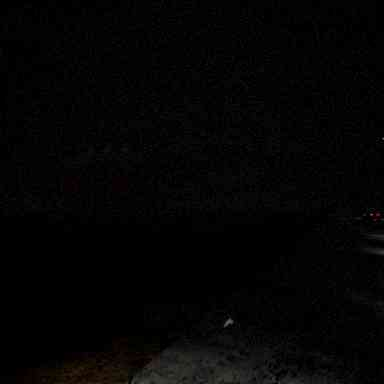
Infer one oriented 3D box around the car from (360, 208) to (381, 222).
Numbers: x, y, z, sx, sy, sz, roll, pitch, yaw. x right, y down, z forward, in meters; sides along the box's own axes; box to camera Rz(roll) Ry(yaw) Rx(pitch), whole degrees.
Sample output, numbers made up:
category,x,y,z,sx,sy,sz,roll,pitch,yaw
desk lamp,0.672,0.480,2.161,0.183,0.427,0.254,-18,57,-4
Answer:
category,x,y,z,sx,sy,sz,roll,pitch,yaw
car,19.623,2.476,36.587,2.033,1.411,5.357,1,-1,26
